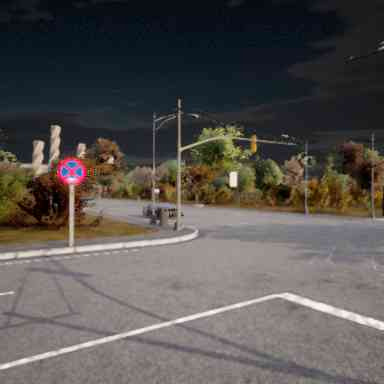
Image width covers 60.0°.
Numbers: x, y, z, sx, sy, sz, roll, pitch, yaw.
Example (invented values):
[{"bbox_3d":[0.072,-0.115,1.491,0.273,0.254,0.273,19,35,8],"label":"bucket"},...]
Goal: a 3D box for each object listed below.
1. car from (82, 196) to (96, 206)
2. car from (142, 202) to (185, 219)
[{"bbox_3d":[-16.312,1.359,51.458,1.812,1.442,4.674,0,1,-32],"label":"car"},{"bbox_3d":[-2.696,1.643,29.718,2.033,1.411,5.357,0,0,-32],"label":"car"}]
